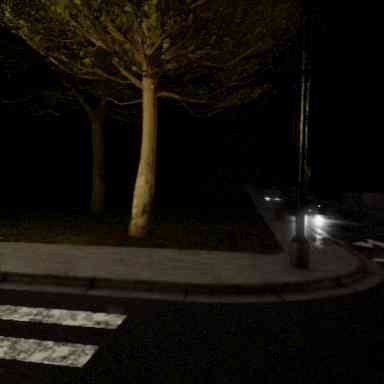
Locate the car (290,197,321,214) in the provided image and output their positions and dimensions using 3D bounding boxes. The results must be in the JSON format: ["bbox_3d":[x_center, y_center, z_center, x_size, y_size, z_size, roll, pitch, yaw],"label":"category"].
[{"bbox_3d":[9.715,1.134,28.657,1.895,1.301,4.718,2,2,8],"label":"car"}]

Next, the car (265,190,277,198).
[{"bbox_3d":[14.584,0.322,61.211,1.882,1.535,5.008,2,2,8],"label":"car"}]
